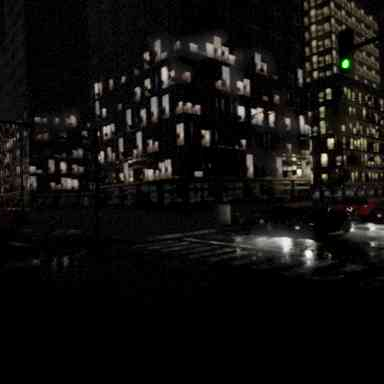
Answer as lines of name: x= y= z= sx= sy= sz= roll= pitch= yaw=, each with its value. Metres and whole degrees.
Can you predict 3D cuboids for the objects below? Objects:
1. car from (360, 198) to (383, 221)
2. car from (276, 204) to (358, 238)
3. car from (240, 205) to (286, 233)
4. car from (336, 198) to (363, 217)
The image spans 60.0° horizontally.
car: x=14.734 y=1.318 z=24.390 sx=4.902 sy=1.511 sz=2.128 roll=-1 pitch=-1 yaw=-39
car: x=6.758 y=1.567 z=17.794 sx=4.181 sy=1.385 sz=1.994 roll=-1 pitch=-1 yaw=-39
car: x=5.073 y=1.589 z=20.621 sx=5.008 sy=1.535 sz=1.882 roll=-1 pitch=-1 yaw=-40
car: x=12.970 y=1.289 z=27.153 sx=4.553 sy=1.767 sz=2.097 roll=-1 pitch=-1 yaw=-39
